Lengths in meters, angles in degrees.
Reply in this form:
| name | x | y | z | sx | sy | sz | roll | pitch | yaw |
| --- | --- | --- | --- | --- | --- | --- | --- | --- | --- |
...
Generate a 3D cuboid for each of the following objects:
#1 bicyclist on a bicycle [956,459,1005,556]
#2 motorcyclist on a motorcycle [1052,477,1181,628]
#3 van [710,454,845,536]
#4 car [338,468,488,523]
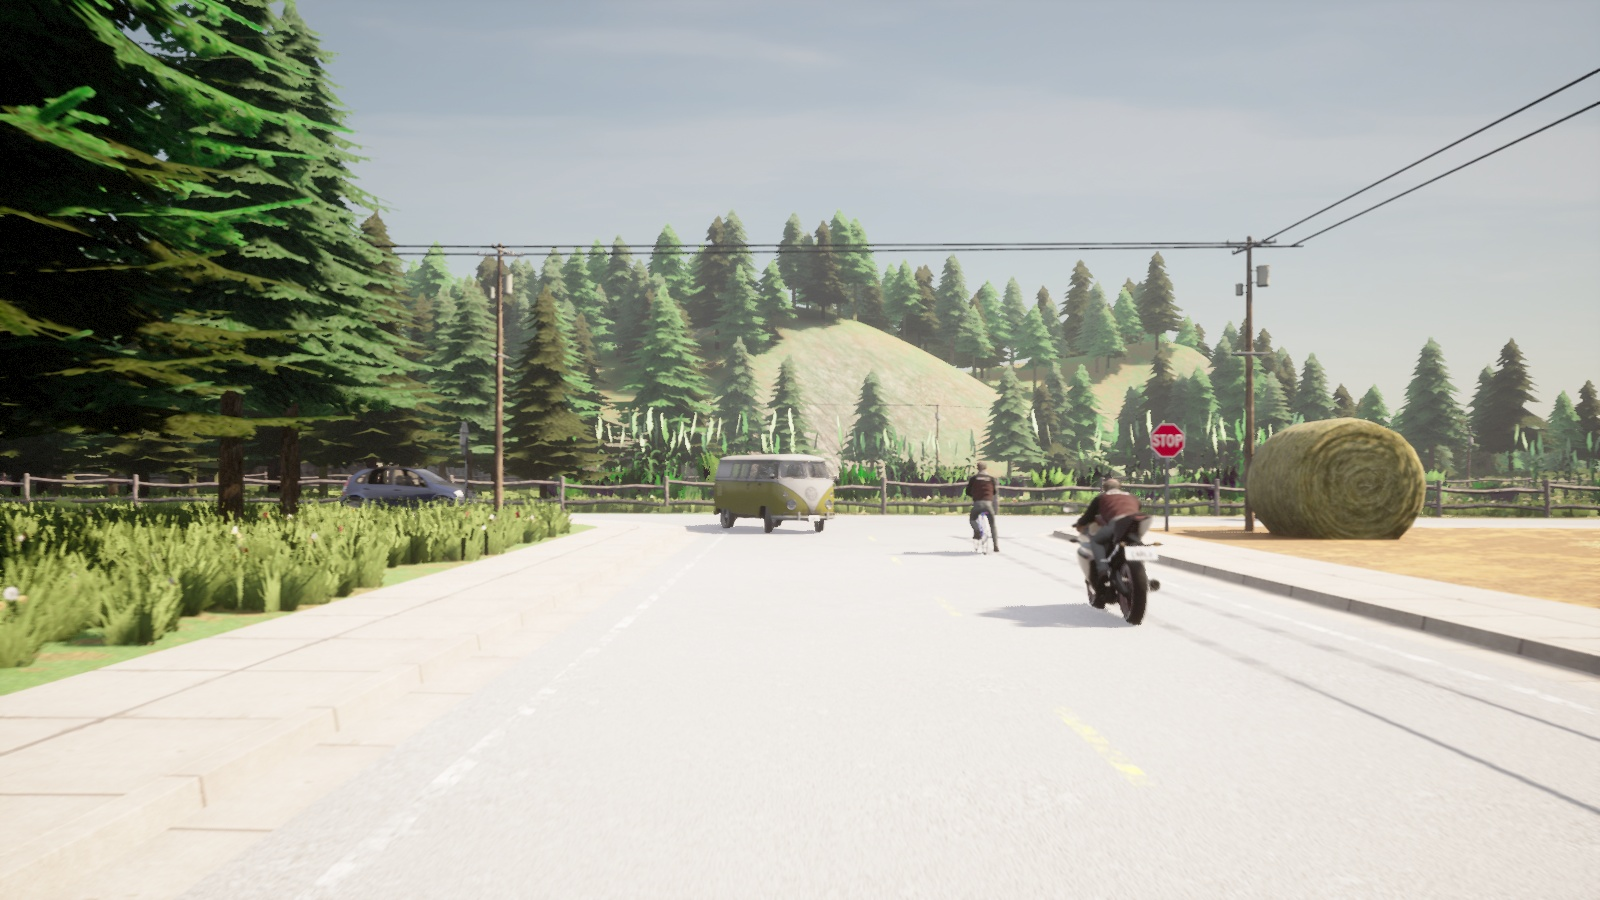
| name | x | y | z | sx | sy | sz | roll | pitch | yaw |
| --- | --- | --- | --- | --- | --- | --- | --- | --- | --- |
| bicyclist on a bicycle | 3.441 | 1.073 | 24.012 | 0.659 | 1.776 | 1.843 | 0 | -1 | 0 |
| motorcyclist on a motorcycle | 3.466 | 1.070 | 13.969 | 0.866 | 1.530 | 2.191 | 0 | -1 | 0 |
| van | -0.671 | 1.116 | 32.813 | 1.775 | 1.987 | 4.442 | 1 | -1 | -26 |
| car | -11.764 | 1.367 | 38.329 | 3.988 | 1.617 | 1.851 | 0 | -1 | 3 |
